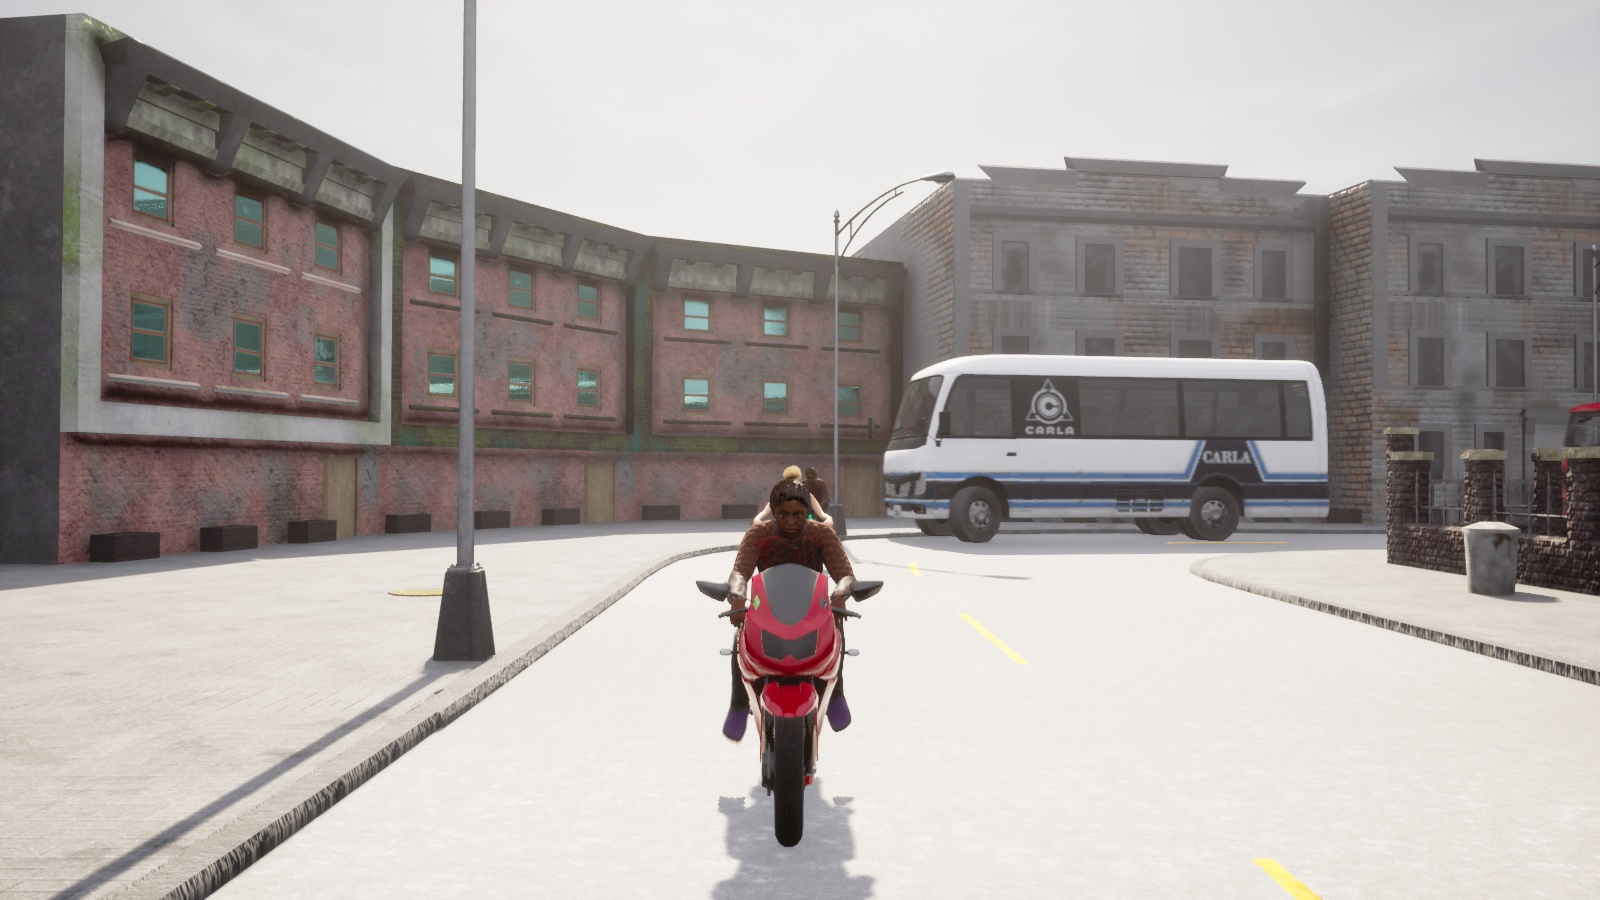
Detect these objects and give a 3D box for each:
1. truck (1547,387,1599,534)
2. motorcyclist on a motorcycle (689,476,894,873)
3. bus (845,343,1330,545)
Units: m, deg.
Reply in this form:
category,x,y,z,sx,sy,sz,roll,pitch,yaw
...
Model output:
category,x,y,z,sx,sy,sz,roll,pitch,yaw
truck,22.821,0.248,30.234,7.936,3.462,2.891,0,-1,0
motorcyclist on a motorcycle,-0.041,0.896,5.924,0.797,1.523,2.044,0,-1,0
bus,6.519,-0.095,29.340,10.273,4.253,3.944,0,-1,-11
